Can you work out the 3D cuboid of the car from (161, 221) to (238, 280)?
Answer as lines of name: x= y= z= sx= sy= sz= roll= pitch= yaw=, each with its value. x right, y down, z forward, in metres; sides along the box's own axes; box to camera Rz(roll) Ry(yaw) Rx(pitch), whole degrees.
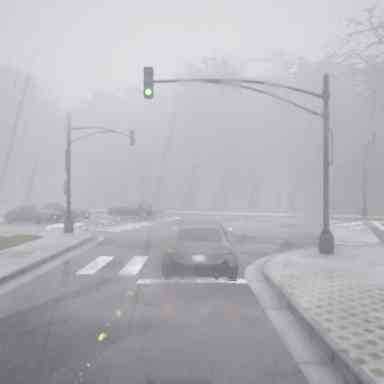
car: x=0.304 y=1.555 z=9.946 sx=1.994 sy=1.385 sz=4.181 roll=0 pitch=0 yaw=4

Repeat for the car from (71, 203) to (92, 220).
car: x=-10.287 y=1.507 z=26.733 sx=4.674 sy=1.442 sz=1.812 roll=0 pitch=0 yaw=23

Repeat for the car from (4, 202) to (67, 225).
car: x=-11.232 y=1.536 z=23.603 sx=4.181 sy=1.385 sz=1.994 roll=0 pitch=0 yaw=24

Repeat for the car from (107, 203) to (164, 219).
car: x=-4.877 y=1.588 z=28.428 sx=4.718 sy=1.301 sz=1.895 roll=0 pitch=0 yaw=24
